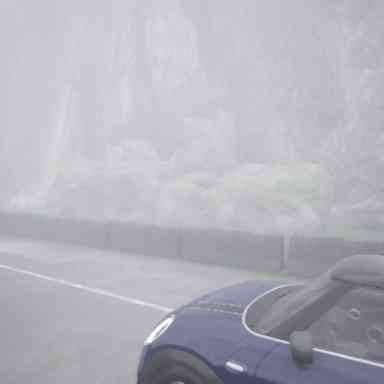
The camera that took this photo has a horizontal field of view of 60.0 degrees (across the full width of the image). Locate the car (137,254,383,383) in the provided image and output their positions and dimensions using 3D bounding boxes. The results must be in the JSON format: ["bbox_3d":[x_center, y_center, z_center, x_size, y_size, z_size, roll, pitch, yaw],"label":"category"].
[{"bbox_3d":[1.670,1.352,2.800,4.553,1.767,2.097,0,0,36],"label":"car"}]
